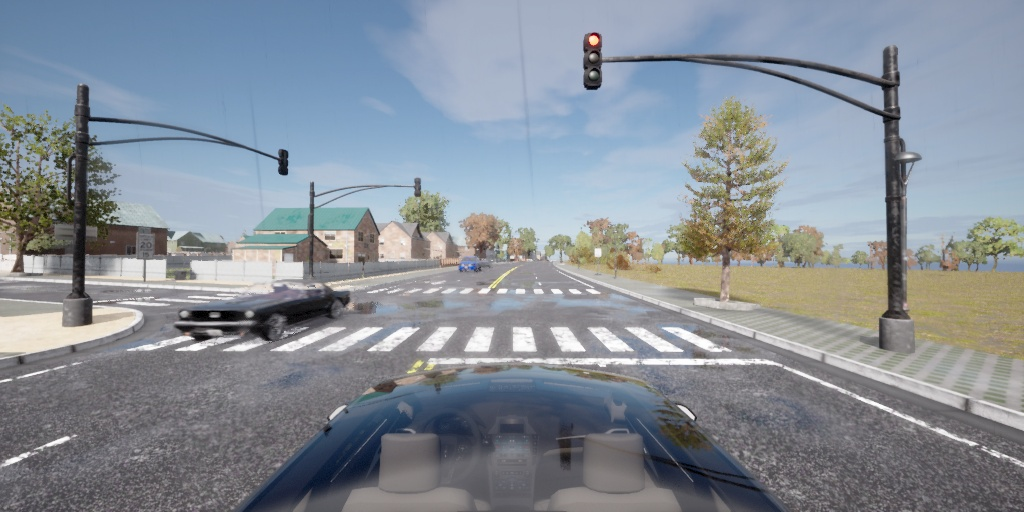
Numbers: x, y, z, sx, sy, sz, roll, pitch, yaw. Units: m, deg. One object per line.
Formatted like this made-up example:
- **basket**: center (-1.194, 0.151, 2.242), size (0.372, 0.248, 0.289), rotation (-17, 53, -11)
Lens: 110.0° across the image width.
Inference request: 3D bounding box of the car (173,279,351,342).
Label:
- **car**: center (-6.437, 1.357, 9.993), size (1.895, 1.301, 4.718), rotation (0, 0, 1)

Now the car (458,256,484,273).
- **car**: center (-5.318, 1.044, 45.686), size (2.150, 2.045, 5.566), rotation (0, 0, 3)

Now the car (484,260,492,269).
- **car**: center (-4.519, 1.391, 59.373), size (1.994, 1.385, 4.181), rotation (0, 0, 4)
